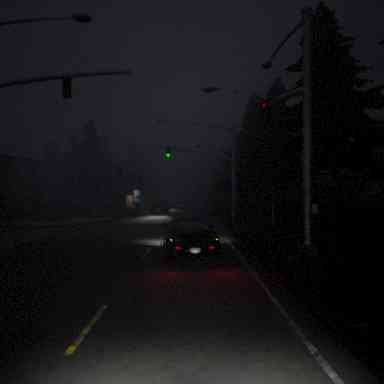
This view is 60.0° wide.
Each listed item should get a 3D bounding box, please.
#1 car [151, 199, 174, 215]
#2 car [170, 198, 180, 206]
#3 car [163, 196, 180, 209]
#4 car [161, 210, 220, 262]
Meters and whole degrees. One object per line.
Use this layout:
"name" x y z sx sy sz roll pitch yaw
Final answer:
"car" -3.586 1.762 38.094 2.128 1.511 4.902 0 0 0
"car" -3.491 2.034 68.888 1.994 1.385 4.181 0 0 0
"car" -3.561 1.875 53.685 2.128 1.511 4.902 0 -1 0
"car" -0.123 1.614 12.416 1.812 1.442 4.674 0 0 -5
